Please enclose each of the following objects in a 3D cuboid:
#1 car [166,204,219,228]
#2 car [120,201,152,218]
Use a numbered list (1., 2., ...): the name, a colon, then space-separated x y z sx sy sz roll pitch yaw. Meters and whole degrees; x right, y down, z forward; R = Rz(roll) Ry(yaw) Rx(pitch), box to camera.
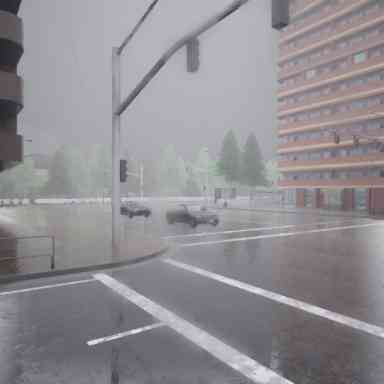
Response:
1. car: -0.110 1.528 22.436 1.812 1.442 4.674 0 0 -33
2. car: -5.605 1.550 30.363 2.033 1.411 5.357 0 0 -35
